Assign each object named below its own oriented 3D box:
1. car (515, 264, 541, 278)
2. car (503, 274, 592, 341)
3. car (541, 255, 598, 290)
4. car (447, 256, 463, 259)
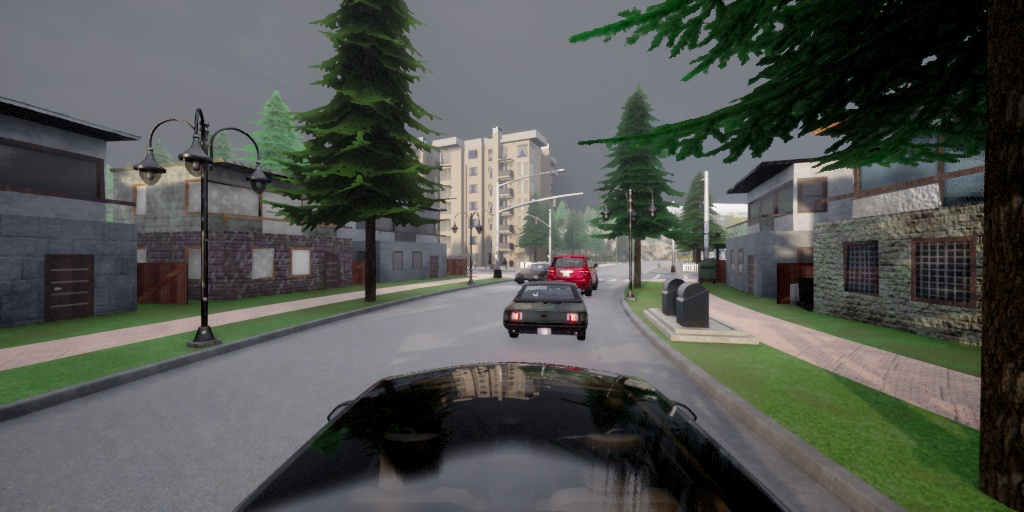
[{"bbox_3d":[1.917,1.298,26.074,2.033,1.411,5.357,0,0,23],"label":"car"},{"bbox_3d":[1.074,1.351,9.992,1.895,1.301,4.718,0,0,9],"label":"car"},{"bbox_3d":[3.376,0.971,19.486,2.150,2.045,5.566,0,0,18],"label":"car"},{"bbox_3d":[-8.876,0.990,48.116,5.566,2.045,2.150,0,0,27],"label":"car"}]
